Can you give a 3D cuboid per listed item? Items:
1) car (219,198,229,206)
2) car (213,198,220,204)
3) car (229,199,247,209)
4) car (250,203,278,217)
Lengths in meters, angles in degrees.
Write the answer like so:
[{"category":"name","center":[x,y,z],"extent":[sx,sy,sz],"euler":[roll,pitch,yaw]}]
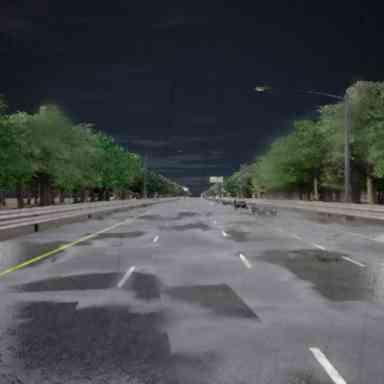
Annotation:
[{"category":"car","center":[7.243,2.146,68.721],"extent":[1.895,1.301,4.718],"euler":[0,-1,0]},{"category":"car","center":[7.401,2.331,87.685],"extent":[2.128,1.511,4.902],"euler":[0,-1,1]},{"category":"car","center":[7.127,1.809,50.244],"extent":[1.837,1.490,4.892],"euler":[0,-1,0]},{"category":"car","center":[7.052,1.727,33.135],"extent":[1.895,1.301,4.718],"euler":[0,0,0]}]
